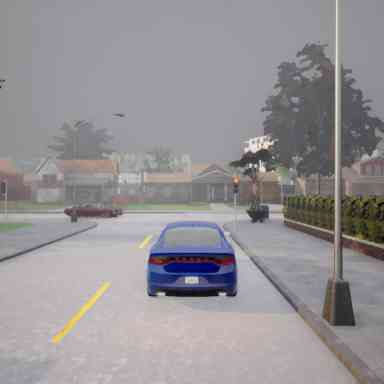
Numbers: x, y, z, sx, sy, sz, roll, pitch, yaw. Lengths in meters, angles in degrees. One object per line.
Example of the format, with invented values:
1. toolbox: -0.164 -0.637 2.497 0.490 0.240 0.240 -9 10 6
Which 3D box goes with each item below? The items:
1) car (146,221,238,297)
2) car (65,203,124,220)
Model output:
1. car: 0.014 1.478 8.624 1.882 1.535 5.008 0 0 0
2. car: -8.165 1.601 28.027 4.718 1.301 1.895 0 0 16
